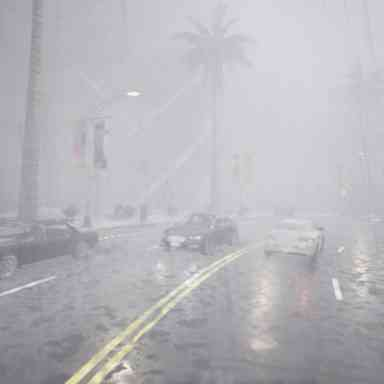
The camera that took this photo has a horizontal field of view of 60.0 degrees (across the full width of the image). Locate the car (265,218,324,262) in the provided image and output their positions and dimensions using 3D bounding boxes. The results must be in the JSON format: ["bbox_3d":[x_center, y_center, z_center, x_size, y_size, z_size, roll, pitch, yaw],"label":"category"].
[{"bbox_3d":[4.206,1.787,13.397,1.812,1.442,4.674,1,-1,26],"label":"car"}]

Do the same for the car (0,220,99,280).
[{"bbox_3d":[-4.928,1.560,10.050,1.895,1.301,4.718,1,-1,19],"label":"car"}]

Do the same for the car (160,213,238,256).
[{"bbox_3d":[0.483,1.650,14.019,2.128,1.511,4.902,1,-1,26],"label":"car"}]
